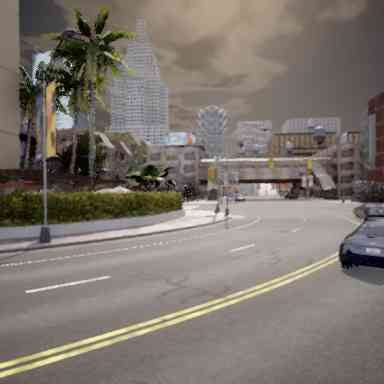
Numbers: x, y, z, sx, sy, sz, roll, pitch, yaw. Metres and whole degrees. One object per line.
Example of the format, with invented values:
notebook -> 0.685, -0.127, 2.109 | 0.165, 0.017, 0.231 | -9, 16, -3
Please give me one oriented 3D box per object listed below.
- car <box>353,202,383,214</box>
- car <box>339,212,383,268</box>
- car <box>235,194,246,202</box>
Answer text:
car -> 14.480, 1.500, 26.805 | 2.033, 1.411, 5.357 | 0, 0, 14
car -> 6.168, 1.545, 10.518 | 1.994, 1.385, 4.181 | 0, 0, 40
car -> 11.366, 1.535, 77.580 | 2.097, 1.535, 5.008 | 0, 0, 7
